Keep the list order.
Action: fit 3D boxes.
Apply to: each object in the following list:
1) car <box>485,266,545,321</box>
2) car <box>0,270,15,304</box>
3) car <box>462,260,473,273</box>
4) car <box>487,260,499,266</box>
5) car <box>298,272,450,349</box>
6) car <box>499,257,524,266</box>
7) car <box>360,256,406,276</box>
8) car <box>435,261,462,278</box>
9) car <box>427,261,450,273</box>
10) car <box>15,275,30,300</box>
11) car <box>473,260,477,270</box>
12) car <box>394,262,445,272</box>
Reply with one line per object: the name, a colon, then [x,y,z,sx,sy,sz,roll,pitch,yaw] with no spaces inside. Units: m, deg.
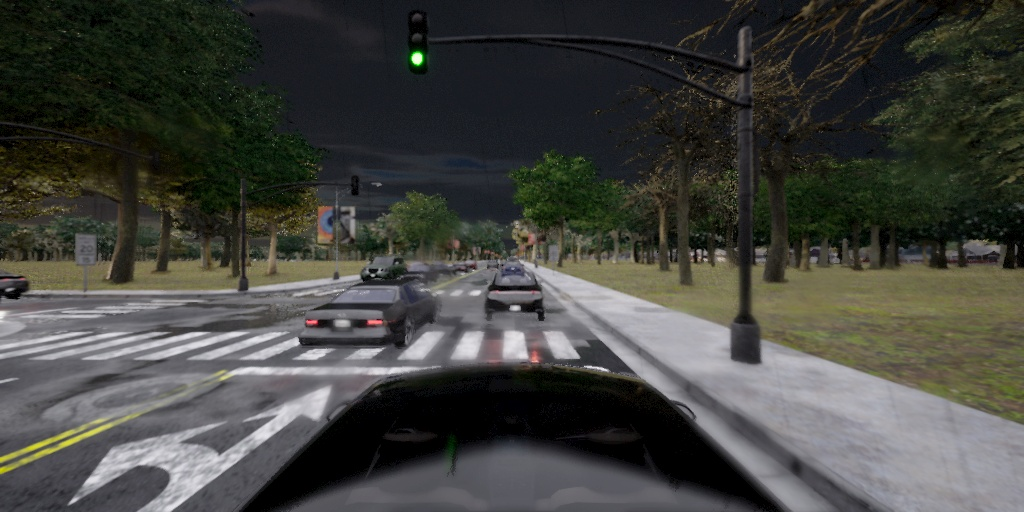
car: [0.095,1.268,12.640,2.128,1.511,4.902,0,0,0]
car: [-21.249,1.104,12.552,4.553,1.767,2.097,0,0,0]
car: [-6.579,1.426,45.913,1.994,1.385,4.181,0,0,1]
car: [-3.230,1.406,61.685,2.128,1.511,4.902,0,0,0]
car: [-3.152,1.314,9.188,2.033,1.411,5.357,0,0,0]
car: [0.088,1.180,34.365,2.097,1.767,4.553,0,0,0]
car: [-9.845,1.033,28.106,2.150,2.045,5.566,0,0,0]
car: [-6.607,1.433,35.901,1.895,1.301,4.718,0,0,0]
car: [-9.814,1.418,48.379,2.033,1.411,5.357,0,0,0]
car: [-24.079,1.250,15.474,4.902,1.511,2.128,0,0,0]
car: [-6.521,1.373,56.165,1.882,1.535,5.008,0,0,0]
car: [-6.608,1.355,26.313,2.033,1.411,5.357,0,0,0]
